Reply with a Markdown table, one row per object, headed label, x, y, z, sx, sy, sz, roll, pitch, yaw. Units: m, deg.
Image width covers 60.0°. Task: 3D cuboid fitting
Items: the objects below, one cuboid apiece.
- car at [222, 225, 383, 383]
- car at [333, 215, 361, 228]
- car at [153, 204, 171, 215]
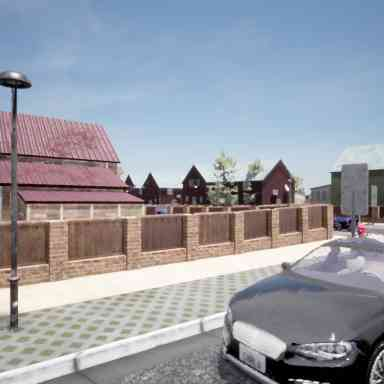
| label | x | y | z | sx | sy | sz | roll | pitch | yaw |
| --- | --- | --- | --- | --- | --- | --- | --- | --- | --- |
| car | 2.628 | 1.493 | 4.941 | 4.902 | 1.511 | 2.128 | 0 | 0 | -35 |
| car | 8.554 | 1.897 | 21.869 | 1.895 | 1.301 | 4.718 | 1 | -2 | -36 |
| car | -3.138 | 2.204 | 38.100 | 2.097 | 1.767 | 4.553 | 1 | -2 | -36 |
